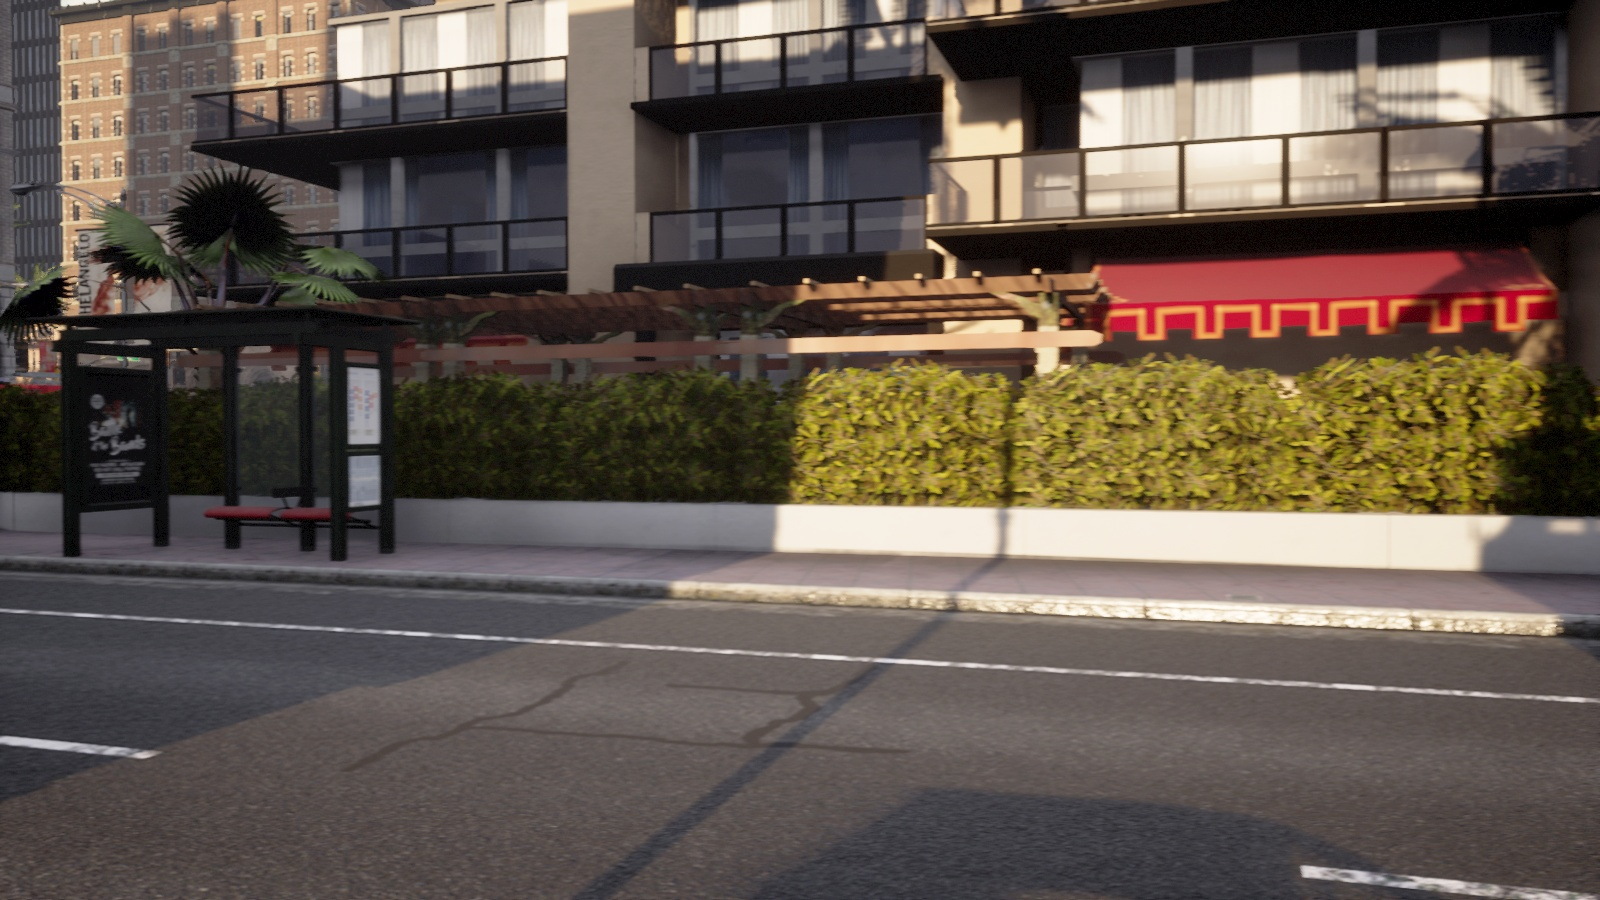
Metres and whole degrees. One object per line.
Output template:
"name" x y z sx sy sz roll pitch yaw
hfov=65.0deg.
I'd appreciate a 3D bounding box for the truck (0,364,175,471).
"truck" -28.668 -1.224 48.586 2.891 3.827 8.468 1 1 18
